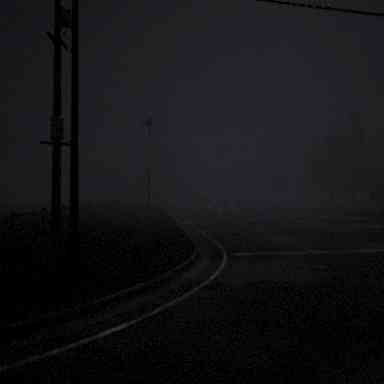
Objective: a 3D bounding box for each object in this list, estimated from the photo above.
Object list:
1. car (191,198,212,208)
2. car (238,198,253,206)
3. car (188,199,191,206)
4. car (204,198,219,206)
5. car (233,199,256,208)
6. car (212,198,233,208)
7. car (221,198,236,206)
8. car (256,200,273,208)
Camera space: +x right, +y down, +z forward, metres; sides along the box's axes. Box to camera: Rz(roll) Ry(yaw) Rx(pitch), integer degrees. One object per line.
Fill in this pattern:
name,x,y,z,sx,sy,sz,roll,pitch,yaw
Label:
car,1.510,1.755,55.289,2.097,1.767,4.553,0,0,-7
car,10.706,2.049,66.547,1.812,1.442,4.674,0,0,-7
car,0.284,2.017,65.269,2.033,1.411,5.357,0,0,-7
car,3.759,1.979,65.695,2.128,1.511,4.902,0,0,-7
car,8.517,1.983,55.658,2.033,1.411,5.357,0,0,-7
car,5.000,1.946,55.580,1.812,1.442,4.674,0,0,-7
car,7.233,2.010,66.121,1.837,1.490,4.892,0,0,-7
car,11.990,2.001,56.086,2.033,1.411,5.357,0,0,-7
